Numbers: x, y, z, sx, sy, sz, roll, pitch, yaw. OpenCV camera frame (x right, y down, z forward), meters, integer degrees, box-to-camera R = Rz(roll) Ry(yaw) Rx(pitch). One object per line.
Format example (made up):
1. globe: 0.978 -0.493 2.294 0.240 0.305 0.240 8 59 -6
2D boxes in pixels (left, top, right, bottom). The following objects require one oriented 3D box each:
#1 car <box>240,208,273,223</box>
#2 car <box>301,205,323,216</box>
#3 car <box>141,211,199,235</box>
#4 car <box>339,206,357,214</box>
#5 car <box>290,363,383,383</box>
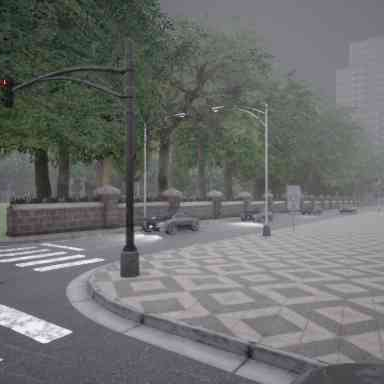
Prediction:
1. car: 6.361 2.212 32.392 1.994 1.385 4.181 0 -1 35
2. car: 17.334 2.610 47.733 2.033 1.411 5.357 0 -1 35
3. car: -1.311 1.938 21.558 1.994 1.385 4.181 0 -1 35
4. car: 25.180 2.845 53.470 1.895 1.301 4.718 0 -1 36
5. car: 2.380 1.551 1.263 4.403 1.369 2.008 0 0 36
